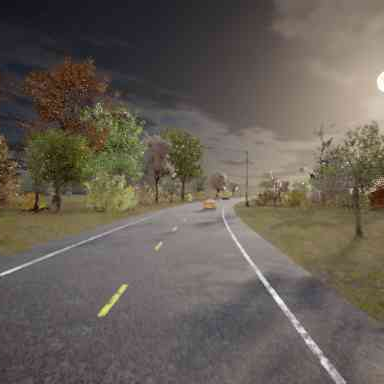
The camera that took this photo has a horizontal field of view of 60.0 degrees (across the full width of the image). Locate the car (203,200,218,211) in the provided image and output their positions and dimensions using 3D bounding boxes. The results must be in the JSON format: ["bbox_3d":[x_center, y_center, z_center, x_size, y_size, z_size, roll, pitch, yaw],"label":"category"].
[{"bbox_3d":[2.675,1.850,47.813,1.882,1.535,5.008,1,-1,6],"label":"car"}]

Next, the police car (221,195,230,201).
[{"bbox_3d":[9.270,1.647,91.561,1.930,1.638,5.238,1,0,12],"label":"police car"}]
